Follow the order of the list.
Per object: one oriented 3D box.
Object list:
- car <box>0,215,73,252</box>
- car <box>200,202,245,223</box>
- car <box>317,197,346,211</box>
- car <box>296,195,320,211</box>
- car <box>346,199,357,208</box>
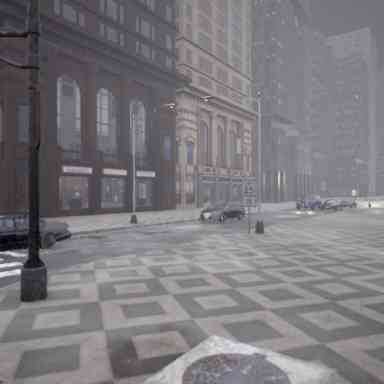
[{"bbox_3d":[-7.192,1.592,12.541,2.033,1.411,5.357,0,0,32],"label":"car"},{"bbox_3d":[2.489,1.589,26.516,2.128,1.511,4.902,0,0,36],"label":"car"},{"bbox_3d":[17.863,1.674,42.500,1.812,1.442,4.674,0,0,36],"label":"car"},{"bbox_3d":[15.928,1.376,45.130,2.150,2.045,5.566,0,0,36],"label":"car"},{"bbox_3d":[23.768,1.721,50.744,2.033,1.411,5.357,0,0,36],"label":"car"}]
